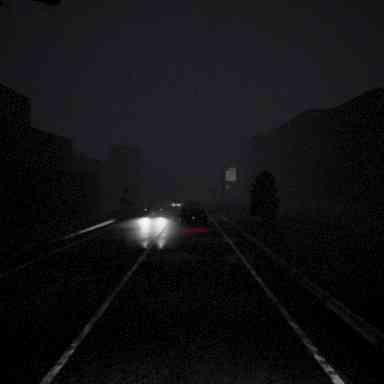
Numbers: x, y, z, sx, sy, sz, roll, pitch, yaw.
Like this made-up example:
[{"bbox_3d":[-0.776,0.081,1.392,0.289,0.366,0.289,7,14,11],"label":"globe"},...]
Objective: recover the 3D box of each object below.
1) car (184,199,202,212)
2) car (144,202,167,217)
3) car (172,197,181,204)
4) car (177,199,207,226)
[{"bbox_3d":[0.071,1.633,41.915,2.128,1.511,4.902,0,0,0],"label":"car"},{"bbox_3d":[-3.561,1.711,32.908,1.895,1.301,4.718,0,0,0],"label":"car"},{"bbox_3d":[-3.401,1.801,74.479,2.128,1.511,4.902,0,0,0],"label":"car"},{"bbox_3d":[0.106,1.566,24.595,1.882,1.535,5.008,0,0,0],"label":"car"}]
